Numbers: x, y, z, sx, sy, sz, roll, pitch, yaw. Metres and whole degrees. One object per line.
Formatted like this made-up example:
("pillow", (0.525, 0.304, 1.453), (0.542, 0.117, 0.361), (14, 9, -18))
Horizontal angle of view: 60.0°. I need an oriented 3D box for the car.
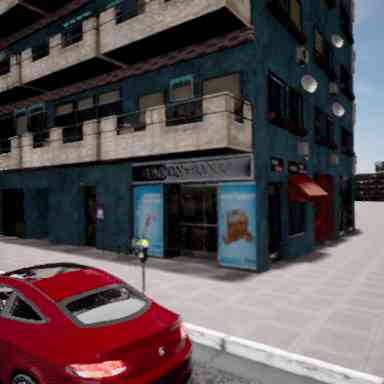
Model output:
("car", (-1.938, 1.591, 4.266), (4.206, 1.307, 1.802), (0, -1, 36))
